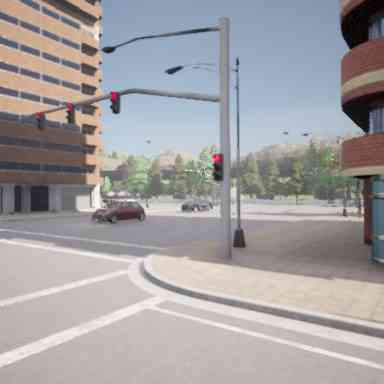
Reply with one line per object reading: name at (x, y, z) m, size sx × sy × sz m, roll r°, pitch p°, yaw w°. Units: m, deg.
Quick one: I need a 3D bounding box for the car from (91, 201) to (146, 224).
car at (-5.943, 1.552, 27.137) m, size 2.097 × 1.767 × 4.553 m, roll -1°, pitch 0°, yaw 36°

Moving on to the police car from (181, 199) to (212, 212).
police car at (0.597, 1.657, 42.077) m, size 1.930 × 1.638 × 5.238 m, roll -1°, pitch 0°, yaw 36°
